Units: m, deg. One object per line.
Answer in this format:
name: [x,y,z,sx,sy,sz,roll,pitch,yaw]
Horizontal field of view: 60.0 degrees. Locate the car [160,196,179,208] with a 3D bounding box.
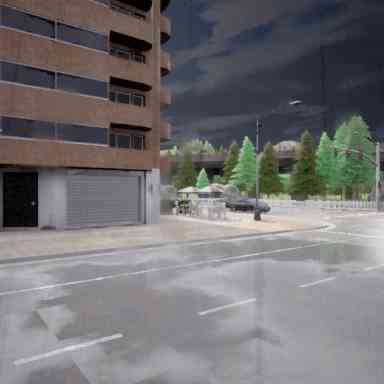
car: [-2.892,1.296,45.540,4.553,1.767,2.097,0,0,45]

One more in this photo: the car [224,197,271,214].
car: [5.913,1.449,34.361,1.837,1.490,4.892,0,0,-36]

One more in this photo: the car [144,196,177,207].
car: [-4.935,1.422,51.911,5.008,1.535,1.882,0,0,33]

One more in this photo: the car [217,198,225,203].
car: [5.072,1.436,41.341,2.128,1.511,4.902,0,0,-37]
